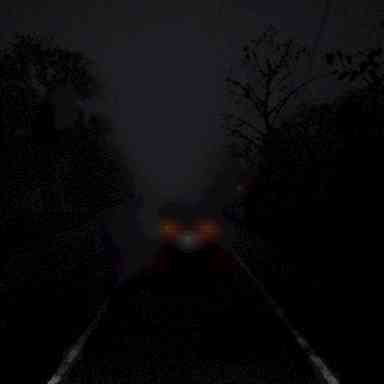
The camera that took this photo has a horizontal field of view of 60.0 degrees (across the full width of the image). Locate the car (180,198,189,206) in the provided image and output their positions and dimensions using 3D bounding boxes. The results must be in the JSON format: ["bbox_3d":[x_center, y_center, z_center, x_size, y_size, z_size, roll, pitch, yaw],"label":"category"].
[{"bbox_3d":[-1.712,2.254,74.905,2.097,1.767,4.553,0,-1,-1],"label":"car"}]

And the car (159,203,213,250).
[{"bbox_3d":[-0.150,1.400,13.609,1.812,1.442,4.674,0,1,-1],"label":"car"}]

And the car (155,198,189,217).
[{"bbox_3d":[-1.680,1.428,27.903,1.837,1.490,4.892,1,-1,-20],"label":"car"}]
